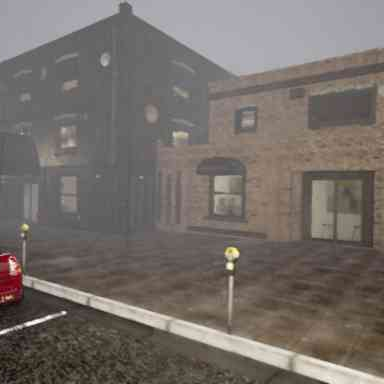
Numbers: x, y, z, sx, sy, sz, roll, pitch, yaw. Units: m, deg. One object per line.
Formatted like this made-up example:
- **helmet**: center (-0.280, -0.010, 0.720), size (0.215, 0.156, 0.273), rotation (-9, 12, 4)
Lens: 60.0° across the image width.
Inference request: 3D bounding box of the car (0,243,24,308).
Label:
- **car**: center (-5.152, 1.399, 6.531), size (4.097, 1.590, 1.967), rotation (0, 1, 36)
